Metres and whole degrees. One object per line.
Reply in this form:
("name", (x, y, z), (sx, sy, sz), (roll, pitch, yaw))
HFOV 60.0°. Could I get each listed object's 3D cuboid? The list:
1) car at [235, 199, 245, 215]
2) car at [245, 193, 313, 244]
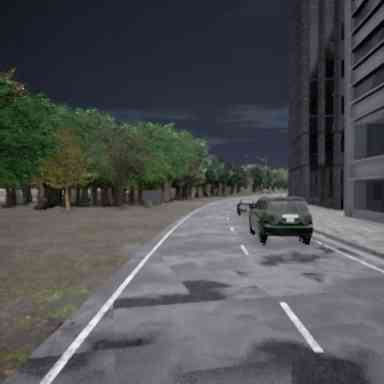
("car", (5.324, 1.438, 32.482), (2.128, 1.511, 4.902), (0, 0, 6))
("car", (4.061, 1.211, 15.975), (2.150, 2.045, 5.566), (0, 0, 3))
